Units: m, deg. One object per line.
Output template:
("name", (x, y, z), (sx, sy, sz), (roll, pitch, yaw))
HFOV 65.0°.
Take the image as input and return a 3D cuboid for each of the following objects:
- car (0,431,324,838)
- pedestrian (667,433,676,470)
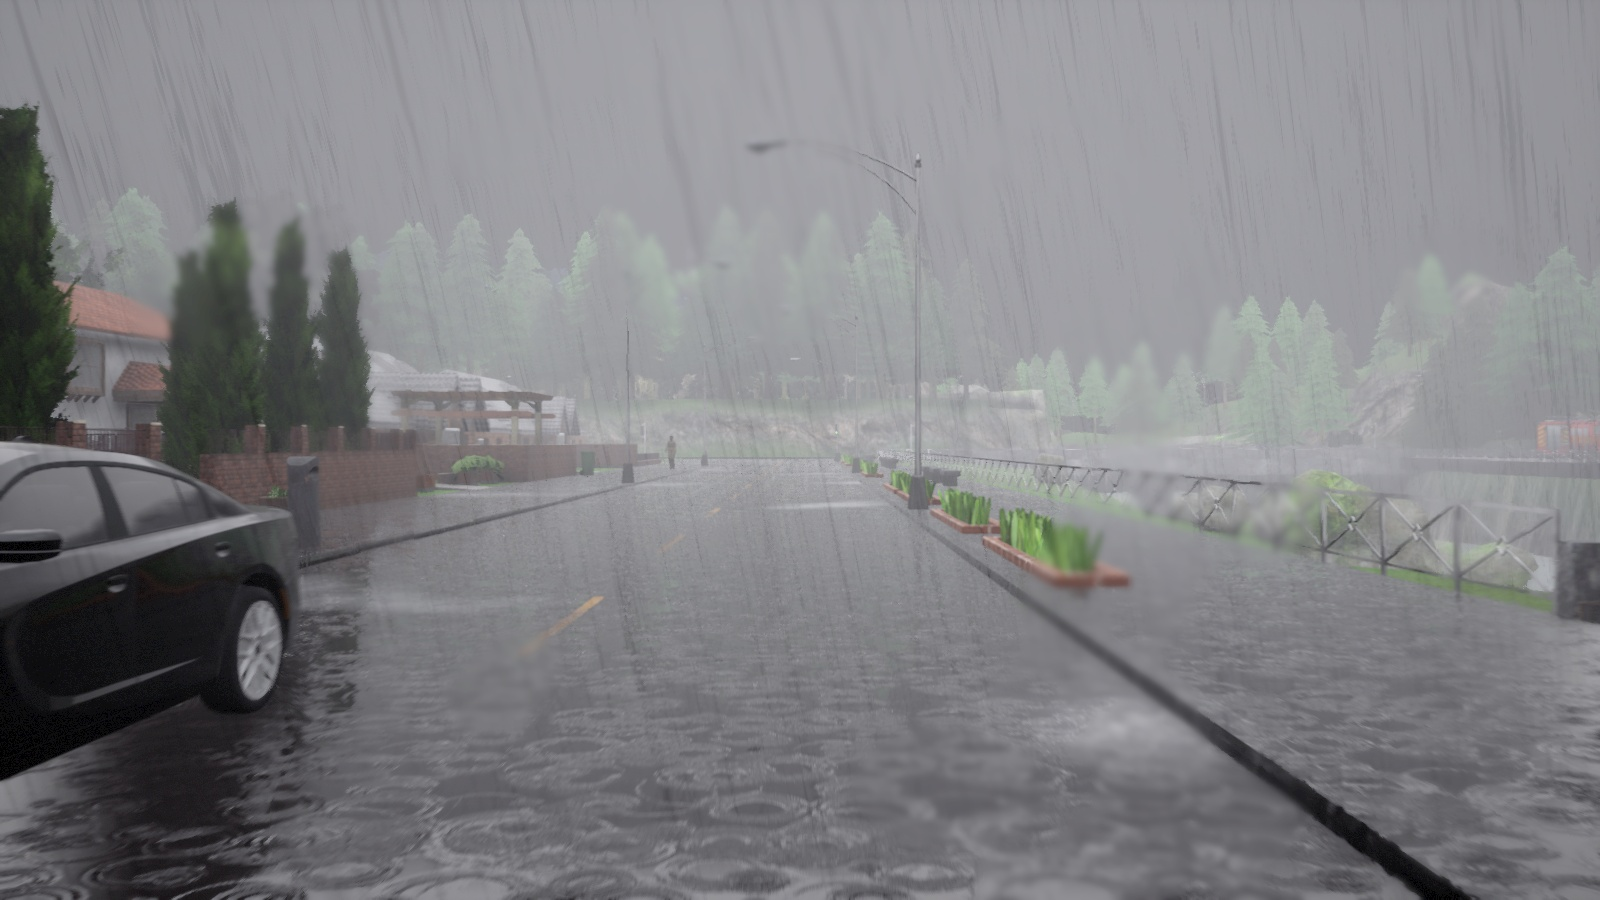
("car", (-3.954, 0.690, 5.404), (1.882, 1.535, 5.008), (0, 0, 0))
("pedestrian", (-6.820, 0.076, 66.445), (0.396, 1.930, 0.692), (0, 0, 1))
